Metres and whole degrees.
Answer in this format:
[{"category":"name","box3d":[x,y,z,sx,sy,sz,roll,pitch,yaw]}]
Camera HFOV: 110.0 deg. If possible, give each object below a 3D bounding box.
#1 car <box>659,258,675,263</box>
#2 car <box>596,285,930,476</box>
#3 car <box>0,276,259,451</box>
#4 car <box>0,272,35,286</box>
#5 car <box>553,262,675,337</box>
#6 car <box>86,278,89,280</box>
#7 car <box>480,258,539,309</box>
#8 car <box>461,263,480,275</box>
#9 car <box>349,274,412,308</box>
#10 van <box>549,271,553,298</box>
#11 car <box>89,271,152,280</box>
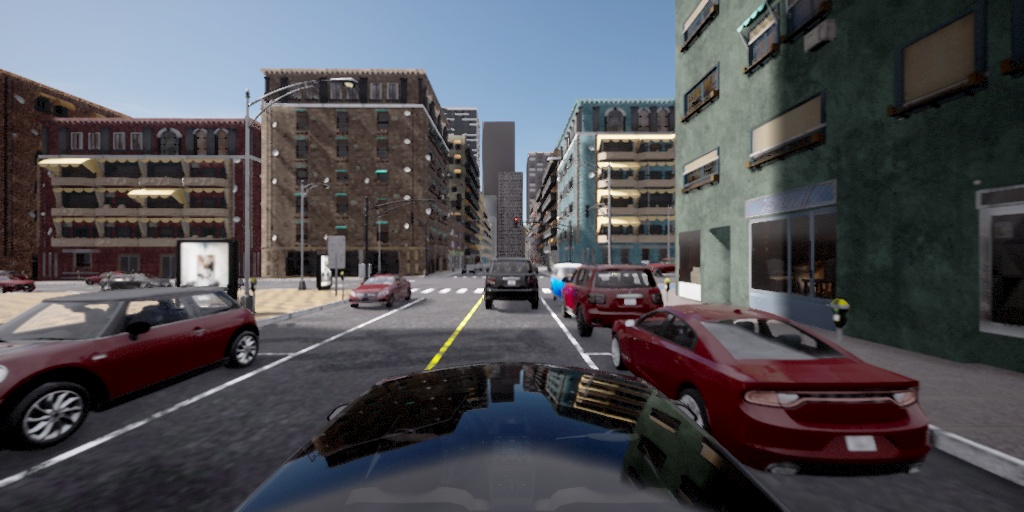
[{"category":"car","box3d":[15.747,1.102,35.604,5.009,1.841,2.192,0,0,0]},{"category":"car","box3d":[2.687,1.325,4.983,1.888,1.381,4.507,0,0,0]},{"category":"car","box3d":[-5.694,1.221,4.978,1.967,1.591,4.097,0,0,0]},{"category":"car","box3d":[-38.411,2.105,26.703,4.507,1.381,1.888,0,0,0]},{"category":"car","box3d":[2.683,1.147,10.511,2.192,1.841,5.009,0,0,0]},{"category":"car","box3d":[-39.189,2.168,35.240,4.207,1.307,1.802,0,0,0]},{"category":"car","box3d":[-0.008,1.100,15.884,2.150,2.045,5.566,0,0,0]},{"category":"car","box3d":[-5.727,1.764,48.437,1.948,1.339,4.313,0,0,0]},{"category":"car","box3d":[-5.703,1.467,16.034,1.802,1.307,4.207,0,0,0]},{"category":"van","box3d":[2.678,1.225,16.039,1.690,1.789,3.998,0,0,0]},{"category":"car","box3d":[-27.981,1.958,26.741,4.403,1.370,2.007,0,0,0]}]
